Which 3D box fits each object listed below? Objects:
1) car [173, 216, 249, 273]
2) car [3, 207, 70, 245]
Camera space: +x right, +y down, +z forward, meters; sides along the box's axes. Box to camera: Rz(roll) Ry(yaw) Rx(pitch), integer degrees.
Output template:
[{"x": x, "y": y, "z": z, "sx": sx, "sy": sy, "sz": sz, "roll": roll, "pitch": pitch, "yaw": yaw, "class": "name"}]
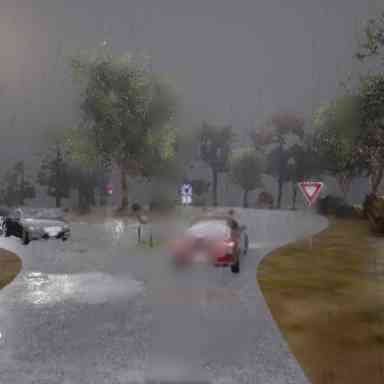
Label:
[{"x": 0.719, "y": 1.495, "z": 10.614, "sx": 1.812, "sy": 1.442, "sz": 4.674, "roll": 0, "pitch": 0, "yaw": 13, "class": "car"}, {"x": -7.290, "y": 1.448, "z": 15.414, "sx": 2.128, "sy": 1.511, "sz": 4.902, "roll": 0, "pitch": 0, "yaw": -42, "class": "car"}]
